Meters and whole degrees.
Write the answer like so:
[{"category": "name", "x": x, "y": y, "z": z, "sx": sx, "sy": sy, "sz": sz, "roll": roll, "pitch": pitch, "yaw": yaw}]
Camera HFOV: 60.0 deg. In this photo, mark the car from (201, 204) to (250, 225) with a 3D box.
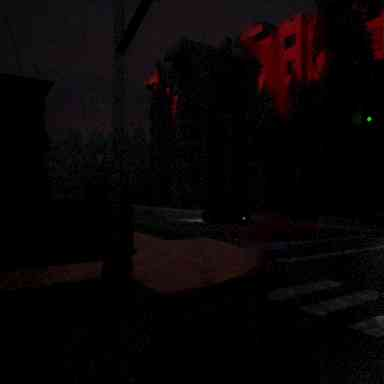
[{"category": "car", "x": 2.505, "y": 1.649, "z": 25.364, "sx": 1.812, "sy": 1.442, "sz": 4.674, "roll": 0, "pitch": 0, "yaw": -30}]
